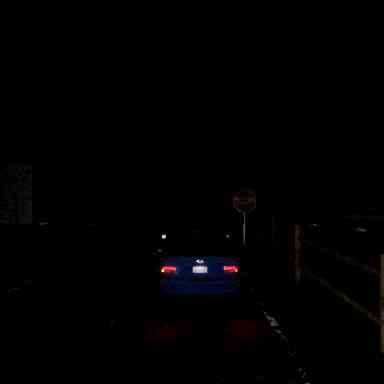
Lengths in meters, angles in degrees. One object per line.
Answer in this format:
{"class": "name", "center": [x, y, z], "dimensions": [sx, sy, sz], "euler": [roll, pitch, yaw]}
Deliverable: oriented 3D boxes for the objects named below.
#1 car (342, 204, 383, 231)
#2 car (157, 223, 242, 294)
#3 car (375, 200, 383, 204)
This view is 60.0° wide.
{"class": "car", "center": [12.257, 1.741, 21.643], "dimensions": [4.674, 1.442, 1.812], "euler": [1, -1, 1]}
{"class": "car", "center": [0.114, 1.549, 8.940], "dimensions": [2.033, 1.411, 5.357], "euler": [0, 0, -1]}
{"class": "car", "center": [14.819, 1.507, 24.547], "dimensions": [5.566, 2.045, 2.150], "euler": [1, -1, 1]}
